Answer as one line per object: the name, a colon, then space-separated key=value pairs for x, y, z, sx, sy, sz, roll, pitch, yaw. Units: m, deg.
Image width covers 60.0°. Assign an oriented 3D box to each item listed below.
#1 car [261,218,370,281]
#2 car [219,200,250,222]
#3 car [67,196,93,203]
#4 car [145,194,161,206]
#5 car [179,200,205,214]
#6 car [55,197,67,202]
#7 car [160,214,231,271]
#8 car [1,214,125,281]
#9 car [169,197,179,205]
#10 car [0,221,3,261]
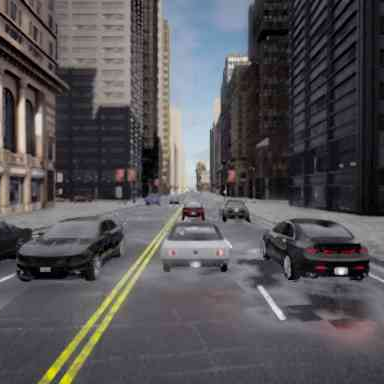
car: x=3.346 y=1.530 z=9.878 sx=1.837 sy=1.490 sz=4.892 roll=0 pitch=0 yaw=0
car: x=3.352 y=1.419 z=27.170 sx=2.097 sy=1.767 sz=4.553 roll=0 pitch=0 yaw=0
car: x=-22.766 y=1.565 z=68.702 sx=4.507 sy=1.381 sz=1.887 roll=0 pitch=0 yaw=0
car: x=-6.519 y=1.352 z=56.693 sx=2.150 sy=2.045 sz=5.566 roll=0 pitch=0 yaw=1
car: x=0.103 y=1.548 z=29.050 sx=1.882 sy=1.535 sz=5.008 roll=0 pitch=0 yaw=0
car: x=-28.221 y=1.500 z=68.671 sx=4.829 sy=1.417 sz=1.752 roll=0 pitch=0 yaw=0
car: x=0.099 y=1.628 z=10.964 sx=1.895 sy=1.301 sz=4.718 roll=0 pitch=0 yaw=0
car: x=-3.349 y=1.501 z=10.093 sx=1.882 sy=1.535 sz=5.008 roll=0 pitch=0 yaw=0
car: x=-3.237 y=1.690 z=62.194 sx=2.033 sy=1.411 sz=5.357 roll=0 pitch=0 yaw=0
car: x=-6.597 y=1.569 z=9.767 sx=2.033 sy=1.411 sz=5.357 roll=0 pitch=0 yaw=0
